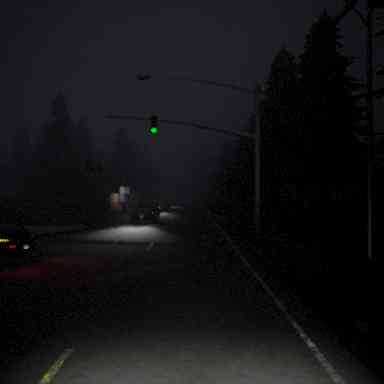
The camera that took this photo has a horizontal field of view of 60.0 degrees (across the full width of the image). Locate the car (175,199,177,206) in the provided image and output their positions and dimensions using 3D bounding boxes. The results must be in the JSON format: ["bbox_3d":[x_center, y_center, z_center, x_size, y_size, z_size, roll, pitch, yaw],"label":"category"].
[{"bbox_3d":[-3.553,1.612,54.602,1.994,1.385,4.181,0,0,0],"label":"car"}]

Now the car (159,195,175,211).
[{"bbox_3d":[-3.587,1.526,40.196,2.128,1.511,4.902,0,0,0],"label":"car"}]

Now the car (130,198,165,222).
[{"bbox_3d":[-3.596,1.515,26.250,2.128,1.511,4.902,0,0,0],"label":"car"}]

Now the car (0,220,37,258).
[{"bbox_3d":[-7.652,1.644,11.422,4.674,1.442,1.812,-1,-1,14],"label":"car"}]
